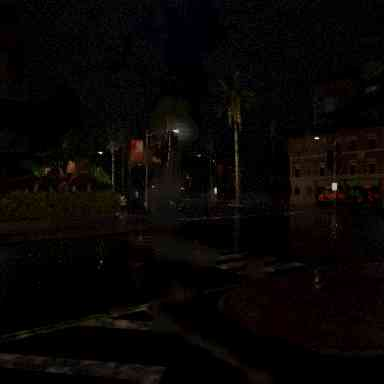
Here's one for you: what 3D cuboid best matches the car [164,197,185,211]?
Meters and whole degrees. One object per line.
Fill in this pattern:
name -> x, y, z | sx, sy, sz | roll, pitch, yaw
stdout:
car -> -2.750, 1.352, 40.905 | 2.097, 1.767, 4.553 | 0, 0, -35

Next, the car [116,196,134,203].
car -> -13.873, 1.522, 68.696 | 1.812, 1.442, 4.674 | 0, 0, -39

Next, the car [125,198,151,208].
car -> -7.917, 1.601, 48.266 | 1.895, 1.301, 4.718 | 0, 0, -35

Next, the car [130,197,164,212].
car -> -5.585, 1.352, 38.846 | 2.097, 1.767, 4.553 | 0, 0, -35
